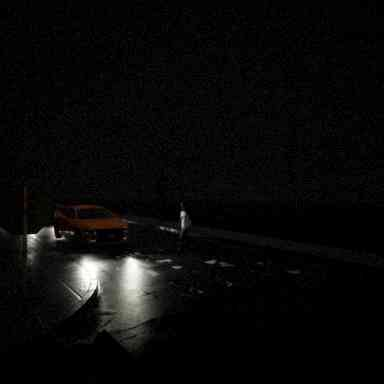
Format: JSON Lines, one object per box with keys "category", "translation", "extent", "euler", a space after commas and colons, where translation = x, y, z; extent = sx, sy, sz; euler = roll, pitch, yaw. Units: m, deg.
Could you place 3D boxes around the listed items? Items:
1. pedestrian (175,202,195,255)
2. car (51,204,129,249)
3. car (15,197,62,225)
{"category": "pedestrian", "translation": [-0.253, 1.188, 11.290], "extent": [0.375, 1.860, 0.375], "euler": [1, -1, -36]}
{"category": "car", "translation": [-4.346, 1.300, 13.942], "extent": [1.882, 1.535, 5.008], "euler": [1, 0, -36]}
{"category": "car", "translation": [-10.390, 1.167, 22.256], "extent": [1.882, 1.535, 5.008], "euler": [1, 0, -36]}
